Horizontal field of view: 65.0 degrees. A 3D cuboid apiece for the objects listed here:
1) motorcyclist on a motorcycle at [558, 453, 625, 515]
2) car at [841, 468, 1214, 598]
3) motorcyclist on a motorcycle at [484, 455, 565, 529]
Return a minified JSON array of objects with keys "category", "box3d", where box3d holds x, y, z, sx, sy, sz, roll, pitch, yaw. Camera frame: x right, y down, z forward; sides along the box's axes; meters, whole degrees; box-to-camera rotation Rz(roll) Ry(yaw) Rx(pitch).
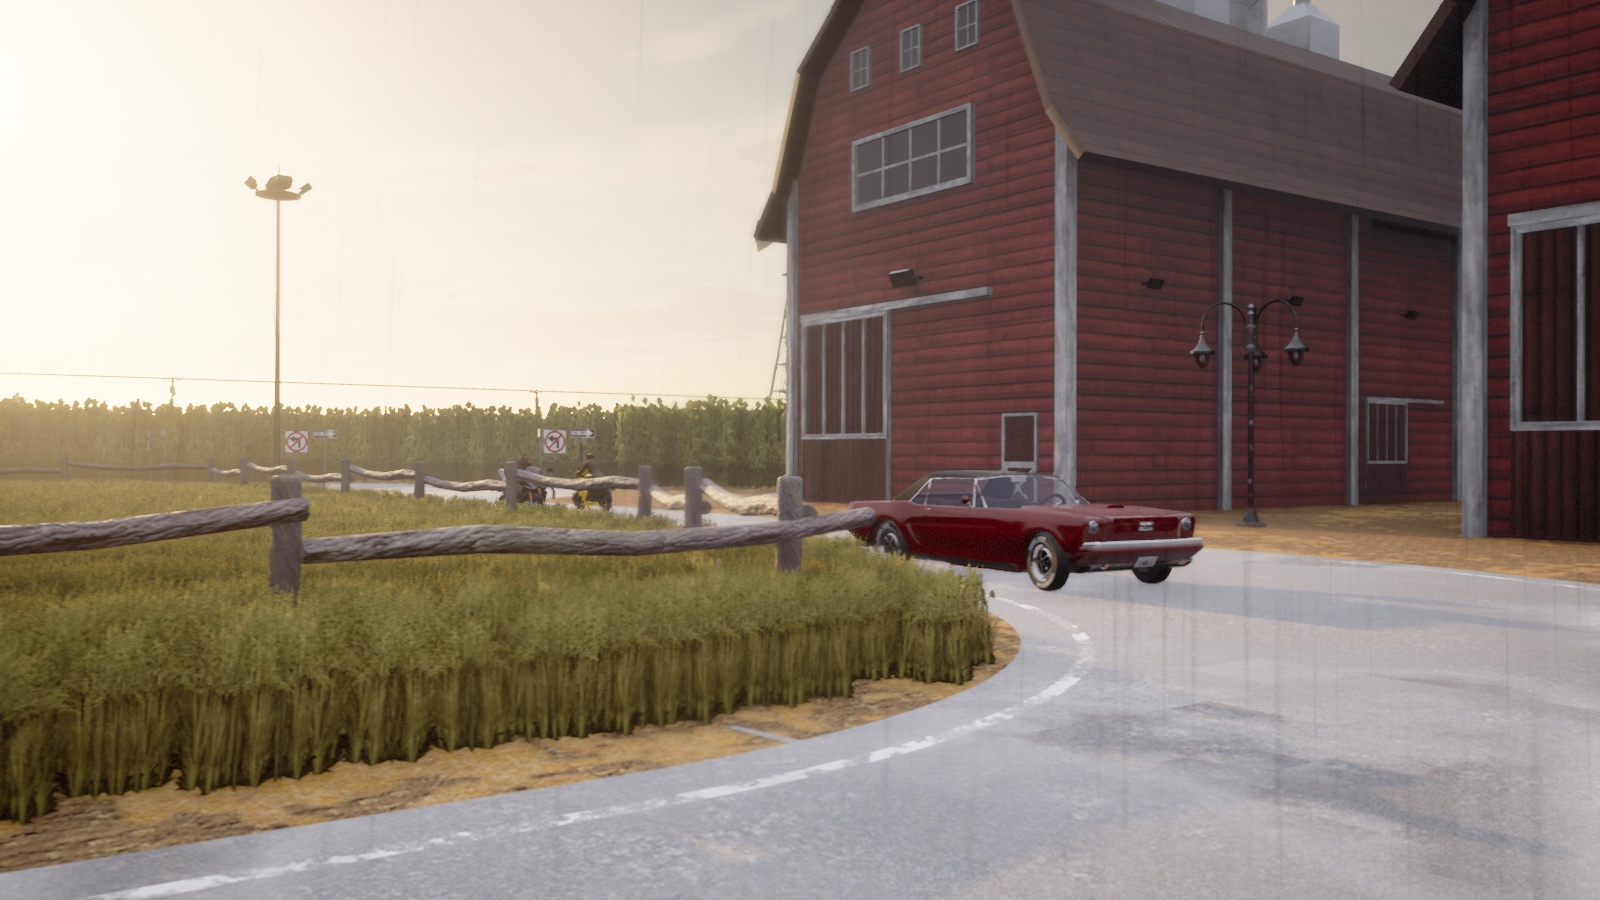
[{"category":"motorcyclist on a motorcycle","box3d":[-5.321,0.849,31.988,0.797,1.523,2.044,0,0,-38]},{"category":"car","box3d":[2.604,0.903,15.621,1.895,1.301,4.718,0,0,-32]},{"category":"motorcyclist on a motorcycle","box3d":[-5.983,0.884,27.143,0.866,1.530,2.191,0,0,-37]}]
